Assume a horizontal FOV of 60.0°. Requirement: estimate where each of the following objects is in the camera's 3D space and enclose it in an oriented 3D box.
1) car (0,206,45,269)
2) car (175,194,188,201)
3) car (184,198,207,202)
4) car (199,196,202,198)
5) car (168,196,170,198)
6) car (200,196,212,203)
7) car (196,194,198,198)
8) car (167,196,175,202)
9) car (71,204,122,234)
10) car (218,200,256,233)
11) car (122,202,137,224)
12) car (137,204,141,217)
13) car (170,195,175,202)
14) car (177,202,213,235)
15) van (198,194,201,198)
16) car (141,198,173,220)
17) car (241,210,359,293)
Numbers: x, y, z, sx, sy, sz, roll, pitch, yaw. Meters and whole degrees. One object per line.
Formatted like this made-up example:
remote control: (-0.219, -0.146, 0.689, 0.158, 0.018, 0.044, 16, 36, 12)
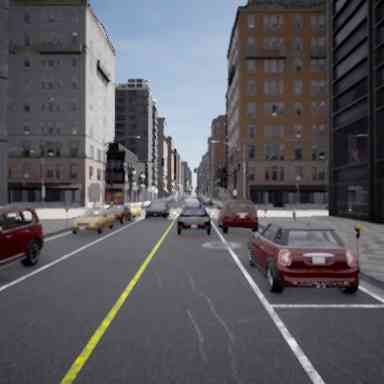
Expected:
car: (-5.835, 1.356, 9.010, 2.192, 1.841, 5.009, 1, 0, 0)
car: (-2.870, 1.766, 91.885, 2.097, 1.767, 4.553, 0, 0, 0)
car: (0.143, 1.615, 30.163, 1.882, 1.535, 5.008, 0, 0, 0)
car: (2.765, 1.876, 64.179, 1.802, 1.307, 4.206, 1, 0, 0)
car: (-5.760, 1.839, 64.200, 1.887, 1.381, 4.507, 1, 0, 0)
car: (2.758, 1.850, 58.505, 1.802, 1.307, 4.206, 1, 0, 0)
car: (2.792, 1.690, 81.200, 2.192, 1.841, 5.009, 1, 0, 0)
car: (-5.719, 1.871, 92.564, 1.967, 1.590, 4.097, 1, 0, 0)
car: (-5.822, 1.617, 20.088, 1.752, 1.417, 4.829, 1, 0, 0)
car: (2.706, 1.407, 20.239, 2.192, 1.841, 5.009, 1, 0, 0)
car: (-5.814, 1.663, 25.883, 1.887, 1.381, 4.507, 1, 0, 0)
car: (-5.806, 1.668, 31.337, 1.752, 1.417, 4.829, 1, 0, 0)
car: (-5.736, 1.957, 81.218, 1.802, 1.307, 4.206, 1, 0, 0)
car: (0.126, 1.578, 19.507, 2.128, 1.511, 4.902, 0, -1, 0)
van: (2.784, 1.689, 75.527, 1.690, 1.788, 3.998, 1, 0, 0)
car: (-3.017, 1.614, 29.852, 1.882, 1.535, 5.008, 0, -1, 1)
car: (2.689, 1.481, 8.989, 1.967, 1.590, 4.097, 1, 0, 0)
